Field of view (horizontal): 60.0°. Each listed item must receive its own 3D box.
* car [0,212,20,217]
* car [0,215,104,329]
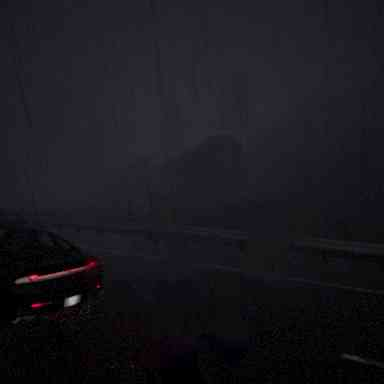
[{"bbox_3d":[-8.215,1.458,13.387,4.718,1.301,1.895,1,0,32],"label":"car"},{"bbox_3d":[-3.851,1.425,6.442,4.902,1.511,2.128,1,1,34],"label":"car"}]
